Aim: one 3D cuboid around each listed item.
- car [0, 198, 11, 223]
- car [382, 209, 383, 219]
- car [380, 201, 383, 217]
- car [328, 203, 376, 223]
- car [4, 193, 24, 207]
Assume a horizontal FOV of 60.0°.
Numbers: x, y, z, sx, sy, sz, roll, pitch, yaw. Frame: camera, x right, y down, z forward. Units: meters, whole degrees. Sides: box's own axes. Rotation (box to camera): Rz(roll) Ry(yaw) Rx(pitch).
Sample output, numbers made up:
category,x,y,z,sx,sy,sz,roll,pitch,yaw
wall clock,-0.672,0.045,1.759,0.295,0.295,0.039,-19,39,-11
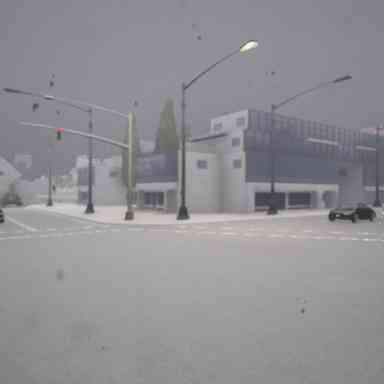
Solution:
category,x,y,z,sx,sy,sz,roll,pitch,yaw
car,-14.698,1.444,23.931,2.128,1.511,4.902,0,0,-35
car,16.059,1.230,24.049,5.566,2.045,2.150,0,0,-34
car,19.914,1.531,31.099,5.357,1.411,2.033,-1,0,-35
car,12.396,1.572,25.736,4.181,1.385,1.994,0,0,-36
car,-26.726,1.165,49.887,2.150,2.045,5.566,0,0,-21
